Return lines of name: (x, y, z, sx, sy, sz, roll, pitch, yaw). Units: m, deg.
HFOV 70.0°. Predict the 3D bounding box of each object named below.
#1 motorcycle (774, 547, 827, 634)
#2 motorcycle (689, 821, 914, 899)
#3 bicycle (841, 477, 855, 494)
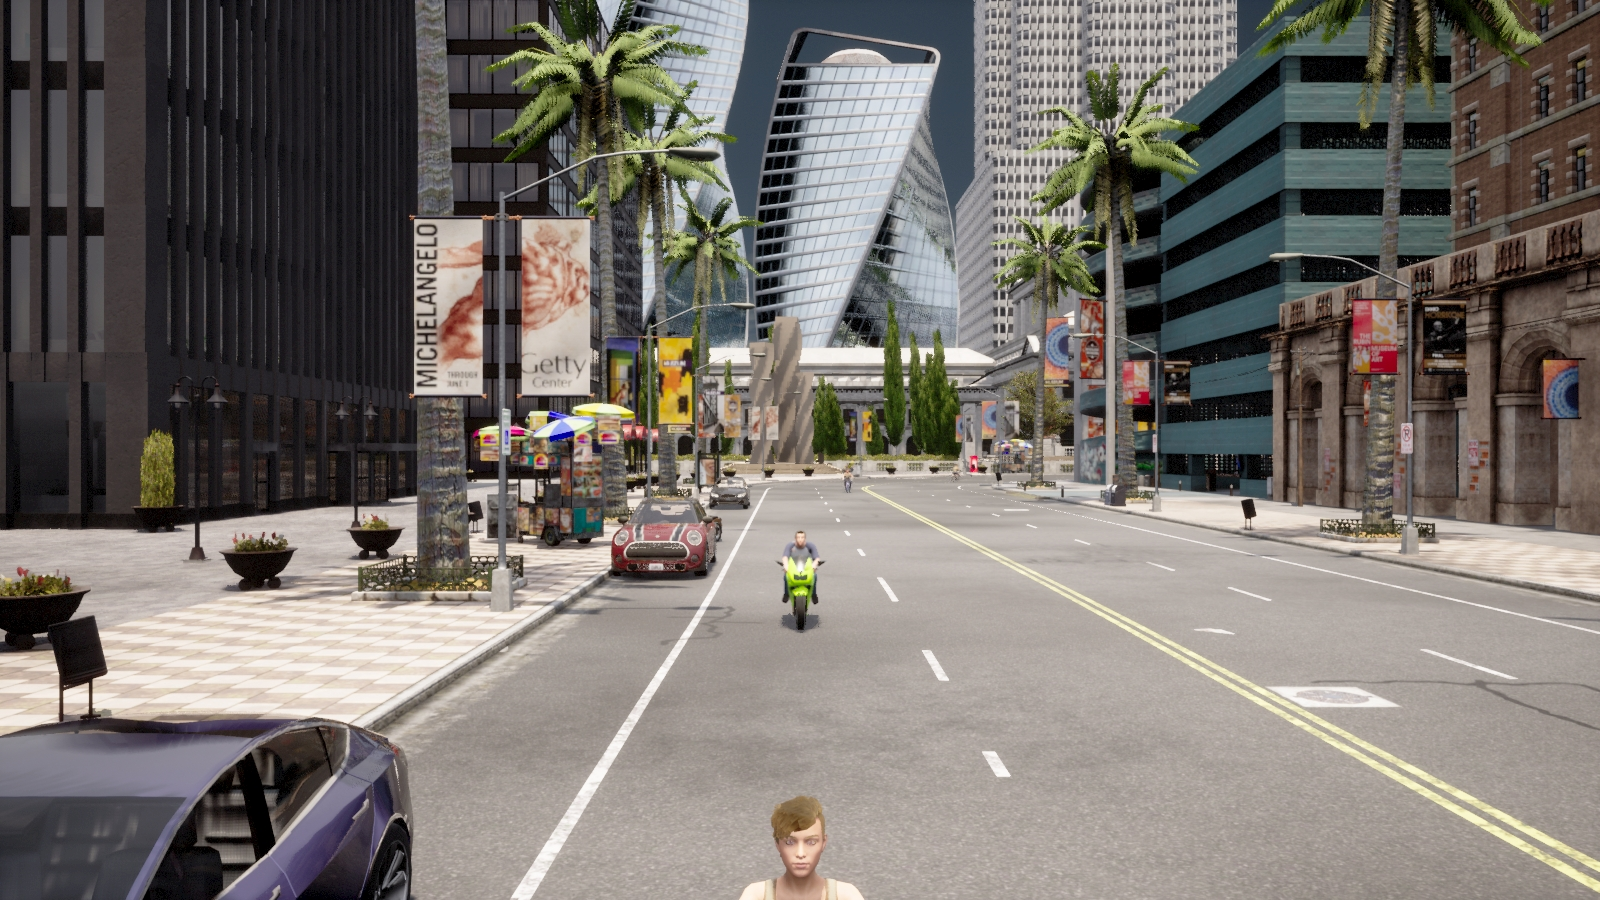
motorcycle: (0.009, 2.220, 18.381, 0.803, 1.145, 2.033, 0, 0, 0)
motorcycle: (0.005, 2.172, 3.546, 0.764, 1.277, 2.356, 0, 0, 0)
bicycle: (3.096, 2.285, 74.225, 0.859, 1.080, 1.487, 0, 0, 1)
